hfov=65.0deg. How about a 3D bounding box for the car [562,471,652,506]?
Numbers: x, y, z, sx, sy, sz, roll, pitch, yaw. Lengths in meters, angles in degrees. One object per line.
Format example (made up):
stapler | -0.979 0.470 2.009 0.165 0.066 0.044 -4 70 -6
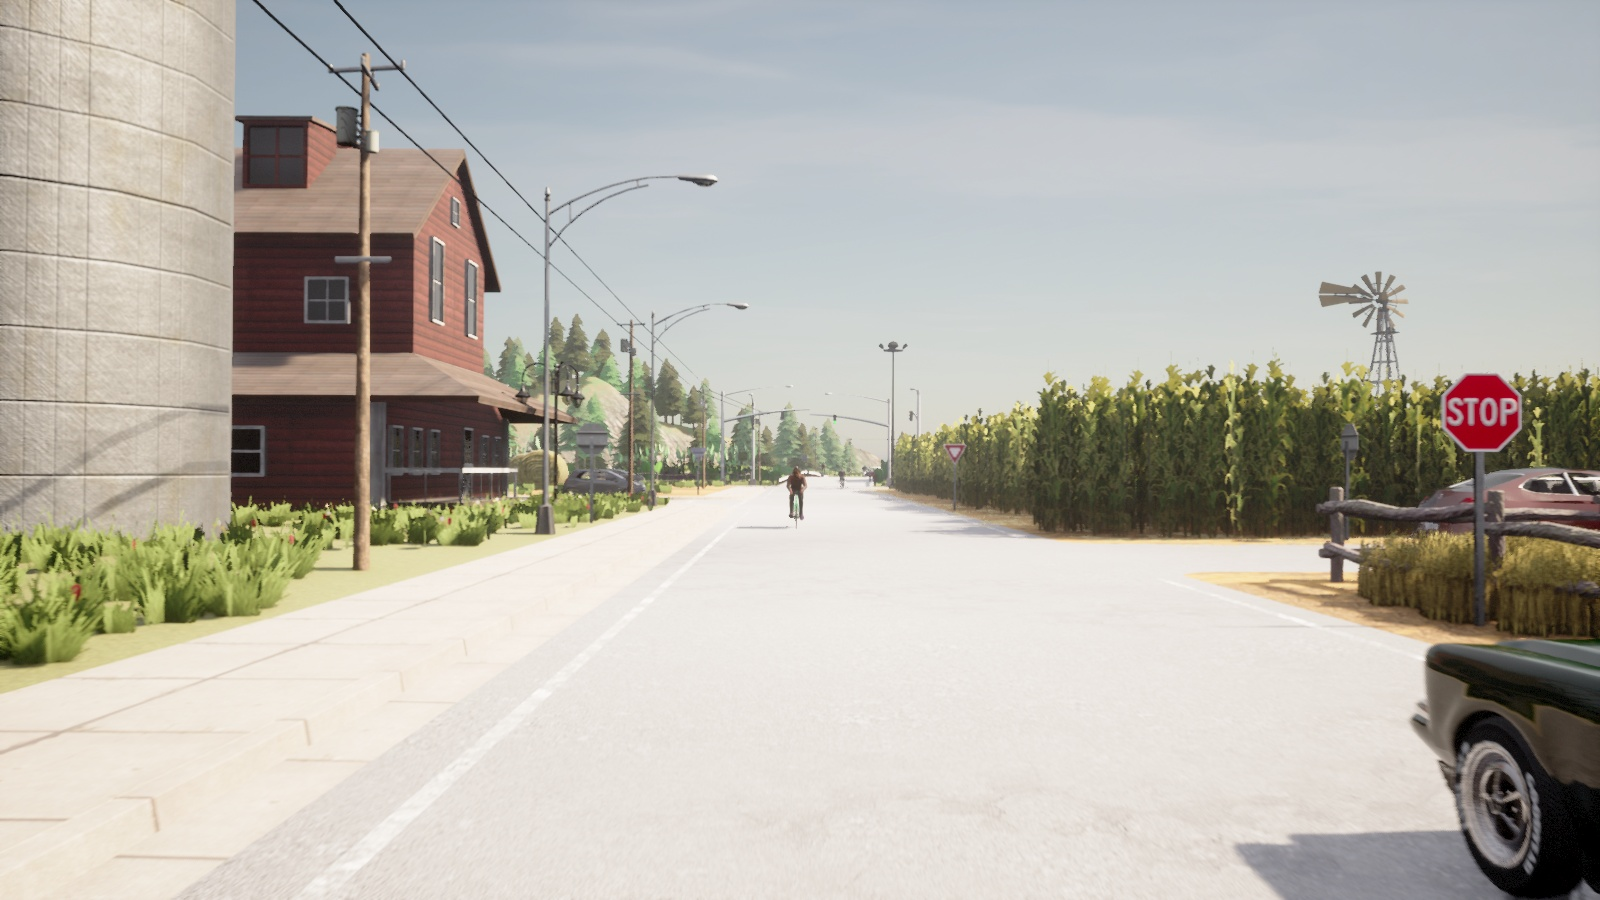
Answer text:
car | -8.456 1.686 55.230 3.633 1.501 1.845 0 -1 0

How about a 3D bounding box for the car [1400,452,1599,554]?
car | 13.373 0.872 21.657 5.027 1.651 2.152 0 -1 -3

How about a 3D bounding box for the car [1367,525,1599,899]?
car | 3.492 0.949 3.252 1.895 1.301 4.718 0 -1 0
